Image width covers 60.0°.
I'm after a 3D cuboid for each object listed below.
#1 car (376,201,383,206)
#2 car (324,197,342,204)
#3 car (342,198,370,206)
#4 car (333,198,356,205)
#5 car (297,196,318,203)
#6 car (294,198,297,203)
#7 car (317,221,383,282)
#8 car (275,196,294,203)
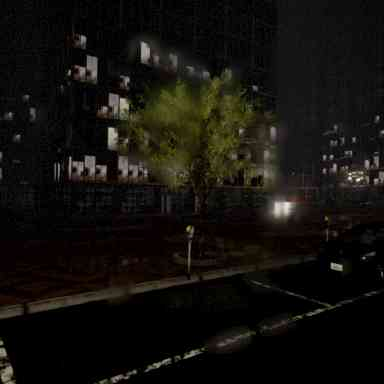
[{"bbox_3d":[36.940,1.894,62.208,1.752,1.417,4.829,1,-1,-20],"label":"car"},{"bbox_3d":[27.681,1.693,64.567,1.967,1.590,4.097,1,-1,-20],"label":"car"},{"bbox_3d":[29.608,1.767,59.317,2.008,1.369,4.403,1,-1,-20],"label":"car"},{"bbox_3d":[33.139,1.990,72.550,2.008,1.369,4.403,1,-1,-20],"label":"car"},{"bbox_3d":[29.283,1.826,83.056,2.192,1.841,5.009,1,-1,-20],"label":"car"},{"bbox_3d":[27.350,2.128,88.304,1.802,1.307,4.206,1,-1,-20],"label":"car"},{"bbox_3d":[5.565,1.575,9.832,4.313,1.339,1.947,0,1,-34],"label":"car"},{"bbox_3d":[21.894,1.800,80.313,1.967,1.590,4.097,1,-1,-20],"label":"car"}]
